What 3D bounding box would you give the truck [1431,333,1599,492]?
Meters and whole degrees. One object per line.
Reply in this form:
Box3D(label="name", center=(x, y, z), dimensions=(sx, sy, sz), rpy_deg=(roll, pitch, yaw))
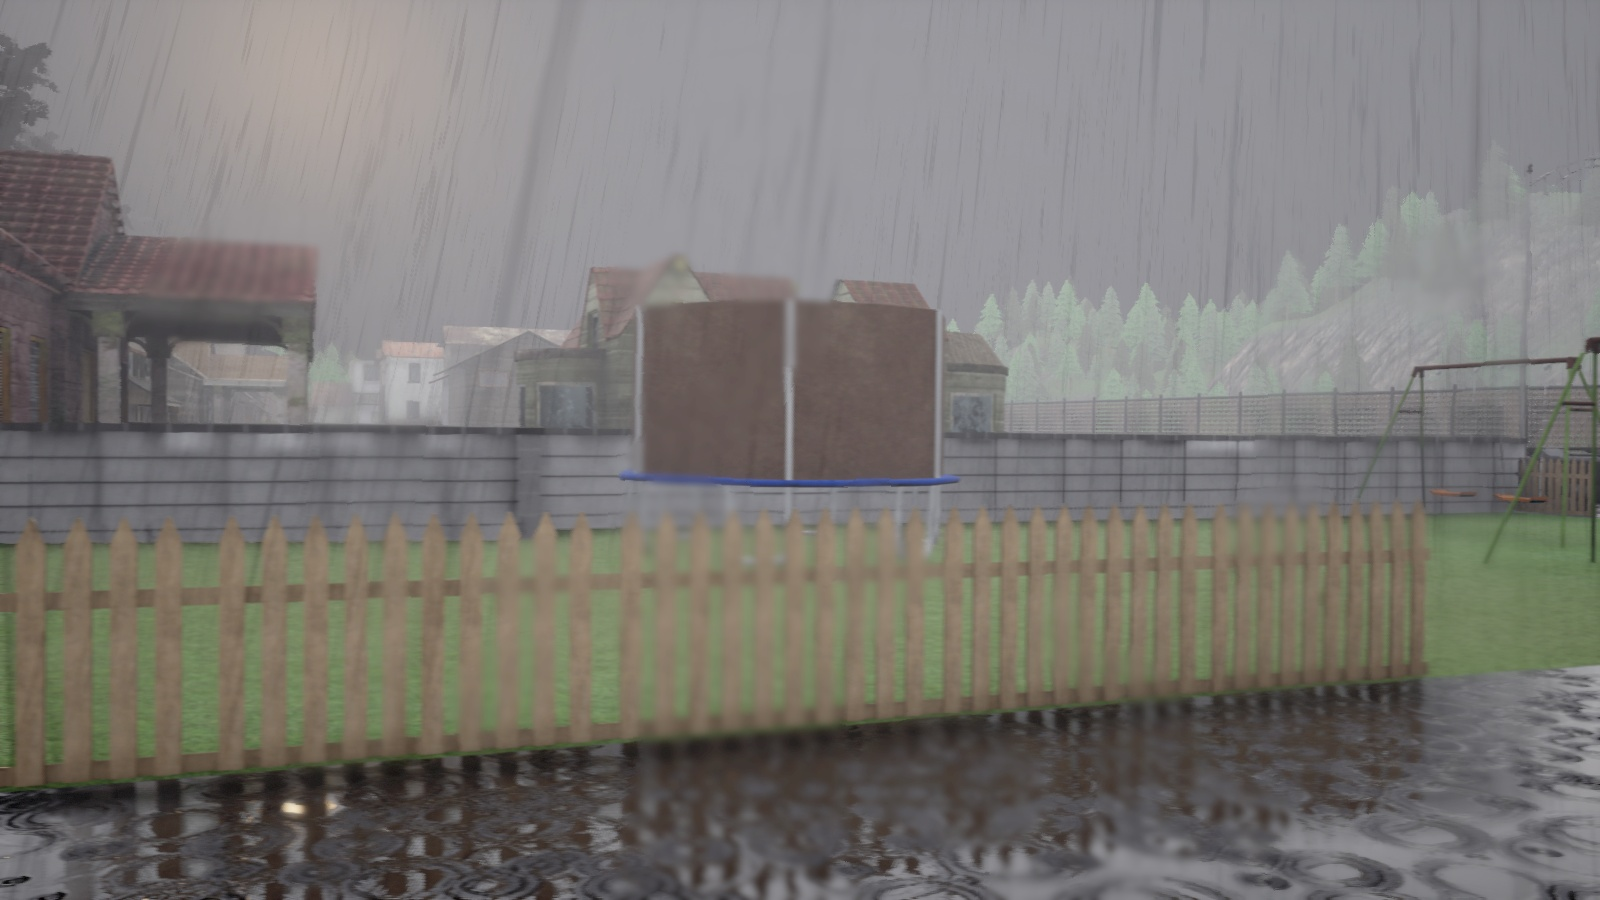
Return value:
Box3D(label="truck", center=(18.630, -0.847, 28.359), dimensions=(2.891, 3.462, 7.936), rpy_deg=(-1, 1, -21))
